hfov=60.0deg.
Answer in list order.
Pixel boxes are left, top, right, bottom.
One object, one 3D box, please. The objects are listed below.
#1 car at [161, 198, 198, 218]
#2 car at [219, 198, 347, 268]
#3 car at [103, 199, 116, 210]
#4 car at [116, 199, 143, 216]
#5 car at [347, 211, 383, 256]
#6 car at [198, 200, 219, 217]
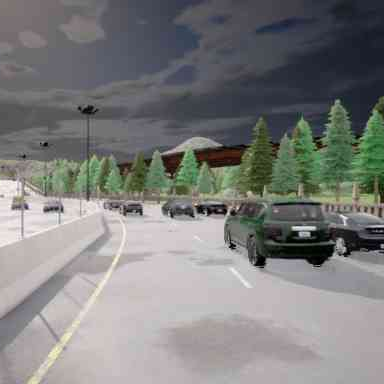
[{"bbox_3d":[-1.370,1.352,29.959,2.097,1.767,4.553,0,0,-17],"label":"car"},{"bbox_3d":[2.680,1.221,11.546,2.150,2.045,5.566,0,0,-7],"label":"car"},{"bbox_3d":[-10.027,1.547,42.679,2.033,1.411,5.357,0,0,-27],"label":"car"},{"bbox_3d":[-6.093,1.505,32.990,1.837,1.490,4.892,0,0,-19],"label":"car"},{"bbox_3d":[5.936,1.505,13.185,1.837,1.490,4.892,0,0,-8],"label":"car"},{"bbox_3d":[1.749,1.477,31.731,1.882,1.535,5.008,0,0,-17],"label":"car"}]
